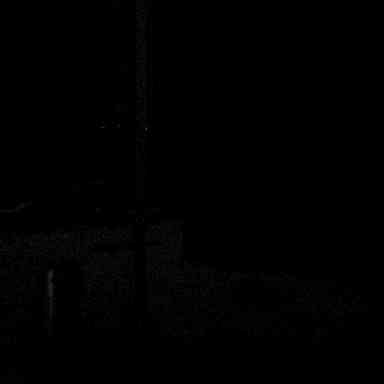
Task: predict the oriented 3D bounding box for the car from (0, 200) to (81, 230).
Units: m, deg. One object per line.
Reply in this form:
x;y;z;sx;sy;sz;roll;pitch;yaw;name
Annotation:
-10.627;1.483;22.761;2.192;1.841;5.009;-1;-1;35;car

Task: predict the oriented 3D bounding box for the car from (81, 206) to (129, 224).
-7.498;1.827;27.161;1.802;1.307;4.206;-1;-1;35;car

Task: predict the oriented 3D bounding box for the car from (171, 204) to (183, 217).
-1.240;1.965;35.969;1.947;1.339;4.313;-1;-1;35;car

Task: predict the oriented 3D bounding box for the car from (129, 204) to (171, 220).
-4.468;1.845;31.427;1.752;1.417;4.829;-1;-1;35;car
